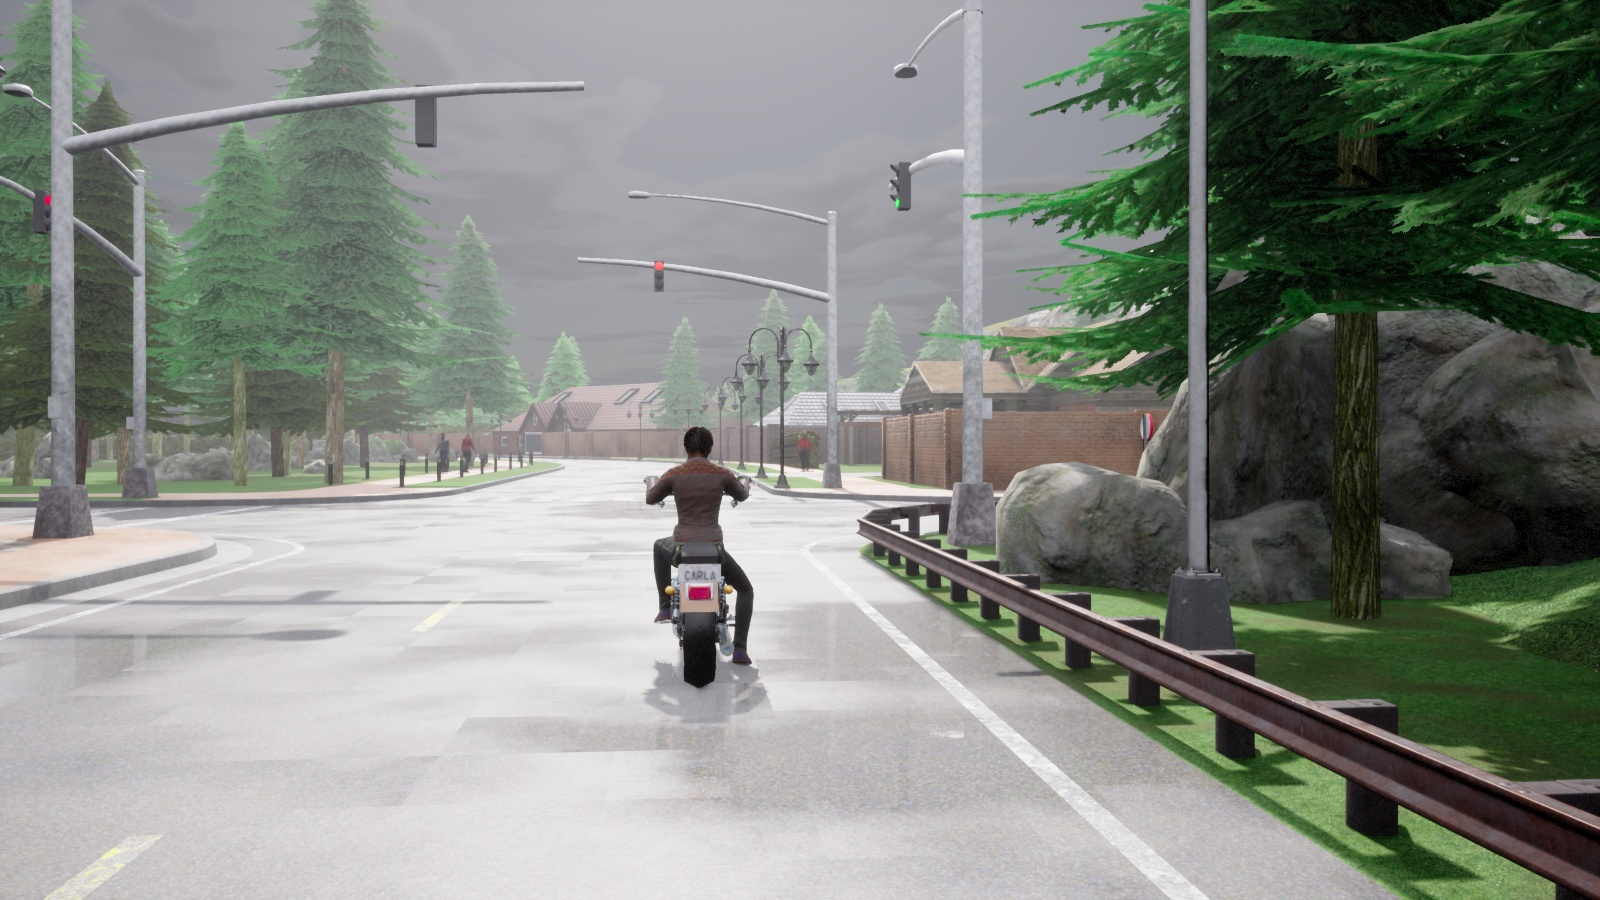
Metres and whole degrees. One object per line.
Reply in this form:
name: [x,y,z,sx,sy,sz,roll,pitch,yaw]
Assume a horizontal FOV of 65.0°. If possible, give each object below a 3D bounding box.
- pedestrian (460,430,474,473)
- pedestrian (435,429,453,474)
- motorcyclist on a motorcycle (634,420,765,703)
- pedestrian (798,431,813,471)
pedestrian: [-14.451,0.053,54.538,0.331,1.846,0.636,0,0,16]
pedestrian: [-15.433,0.053,54.393,0.423,1.949,0.788,0,0,13]
motorcyclist on a motorcycle: [-0.693,0.648,8.534,0.766,1.649,2.350,0,0,-5]
pedestrian: [0.250,0.056,57.842,0.634,1.844,0.899,0,0,-5]
